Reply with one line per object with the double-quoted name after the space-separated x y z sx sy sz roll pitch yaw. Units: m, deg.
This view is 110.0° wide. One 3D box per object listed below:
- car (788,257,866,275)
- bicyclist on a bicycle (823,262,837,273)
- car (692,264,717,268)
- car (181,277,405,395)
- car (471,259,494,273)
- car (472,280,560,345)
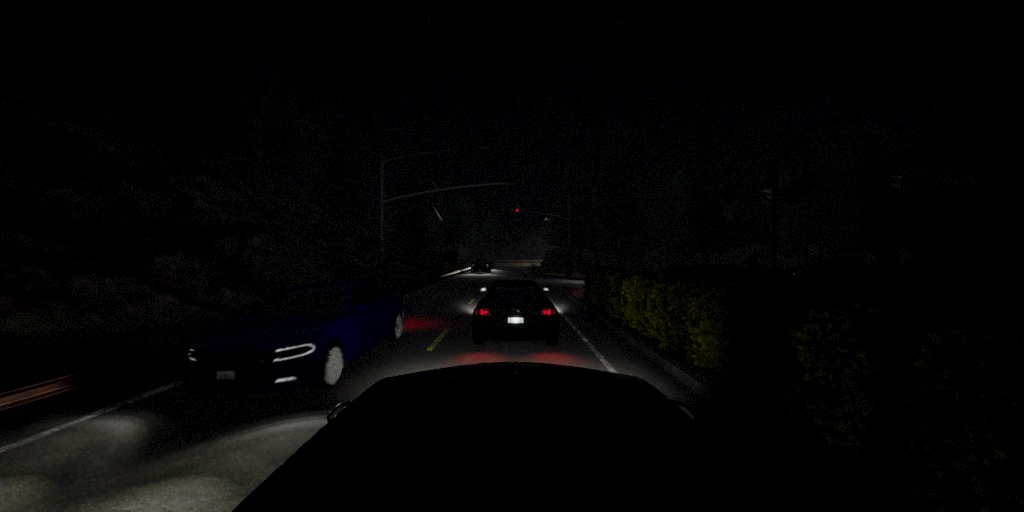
25.988 1.134 29.546 5.566 2.045 2.150 0 0 1 "car"
19.815 1.213 22.127 0.582 1.620 1.656 0 0 0 "bicyclist on a bicycle"
15.485 1.404 29.596 4.902 1.511 2.128 0 0 0 "car"
-3.604 1.227 7.009 1.882 1.535 5.008 0 0 0 "car"
-3.624 1.102 42.791 2.097 1.767 4.553 0 0 0 "car"
0.075 1.314 9.511 1.994 1.385 4.181 0 0 0 "car"
